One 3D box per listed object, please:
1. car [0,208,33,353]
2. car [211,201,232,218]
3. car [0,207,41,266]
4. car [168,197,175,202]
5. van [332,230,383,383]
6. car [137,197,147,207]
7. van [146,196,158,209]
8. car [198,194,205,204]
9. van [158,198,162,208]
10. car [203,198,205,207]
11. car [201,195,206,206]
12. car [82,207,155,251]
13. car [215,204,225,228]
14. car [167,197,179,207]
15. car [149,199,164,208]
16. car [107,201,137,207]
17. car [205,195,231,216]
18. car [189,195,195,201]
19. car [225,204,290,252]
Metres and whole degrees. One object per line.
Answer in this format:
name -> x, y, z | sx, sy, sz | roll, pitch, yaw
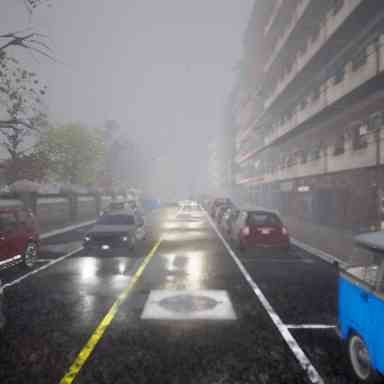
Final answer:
car -> -3.099, 1.229, 1.375 | 2.150, 2.045, 5.566 | 0, 0, 0
car -> 2.687, 1.637, 25.329 | 1.887, 1.381, 4.507 | 0, 0, 0
car -> -5.689, 1.344, 8.438 | 2.192, 1.841, 5.009 | 0, 0, 0
car -> -5.707, 1.987, 92.891 | 1.947, 1.339, 4.313 | 0, 0, 0
van -> 2.693, 1.351, 2.810 | 1.690, 1.788, 3.998 | 0, 0, 0
car -> -5.694, 1.554, 30.958 | 1.967, 1.590, 4.097 | 0, 0, 0
van -> -5.697, 1.503, 42.219 | 1.690, 1.788, 3.998 | 0, 0, 0
car -> 2.680, 1.558, 59.110 | 2.192, 1.841, 5.009 | 0, 0, 0
van -> -5.697, 1.528, 47.848 | 1.690, 1.788, 3.998 | 0, 0, 0
car -> 2.683, 1.707, 42.220 | 1.887, 1.381, 4.507 | 0, 0, 0
car -> 2.683, 1.628, 47.849 | 1.967, 1.590, 4.097 | 0, 0, 0
car -> -3.087, 1.598, 14.556 | 2.033, 1.411, 5.357 | 0, 0, 0
car -> 2.688, 1.621, 19.699 | 2.008, 1.369, 4.403 | 0, 0, 0
car -> -3.066, 1.767, 54.637 | 2.033, 1.411, 5.357 | 0, 0, 1
car -> -5.699, 1.765, 53.477 | 2.008, 1.369, 4.403 | 0, 0, 0
car -> -5.693, 1.532, 25.329 | 1.967, 1.590, 4.097 | 0, 0, 0
car -> 2.687, 1.429, 30.960 | 2.192, 1.841, 5.009 | 0, 0, 0
car -> -0.016, 1.721, 94.318 | 1.882, 1.535, 5.008 | 0, 0, 0
car -> 2.690, 1.489, 14.070 | 1.967, 1.590, 4.097 | 0, 0, 0
